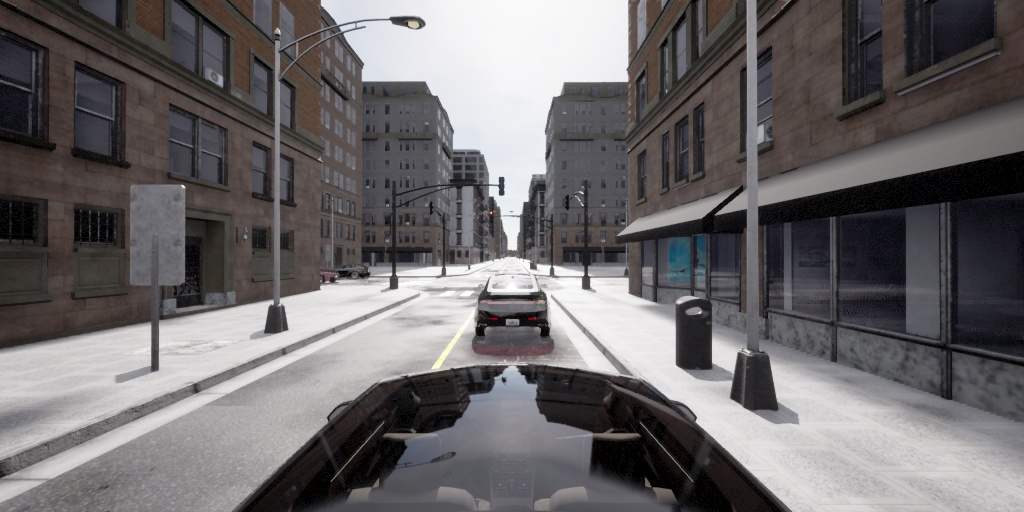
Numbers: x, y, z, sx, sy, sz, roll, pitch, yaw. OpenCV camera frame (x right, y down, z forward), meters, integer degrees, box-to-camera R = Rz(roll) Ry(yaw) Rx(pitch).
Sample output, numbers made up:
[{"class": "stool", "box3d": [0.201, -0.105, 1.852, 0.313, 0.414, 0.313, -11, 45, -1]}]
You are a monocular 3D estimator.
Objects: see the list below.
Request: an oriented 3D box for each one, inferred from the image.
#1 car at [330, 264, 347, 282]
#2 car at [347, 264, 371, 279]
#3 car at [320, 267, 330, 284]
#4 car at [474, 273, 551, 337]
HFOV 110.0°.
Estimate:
[{"class": "car", "box3d": [-14.743, 1.300, 26.031, 4.181, 1.385, 1.994, 0, 0, 0]}, {"class": "car", "box3d": [-14.686, 1.330, 31.513, 4.313, 1.339, 1.948, 0, 0, 0]}, {"class": "car", "box3d": [-14.713, 1.289, 23.487, 4.313, 1.339, 1.948, 0, 0, 0]}, {"class": "car", "box3d": [0.022, 1.242, 10.302, 2.128, 1.511, 4.902, 0, 0, 0]}]
